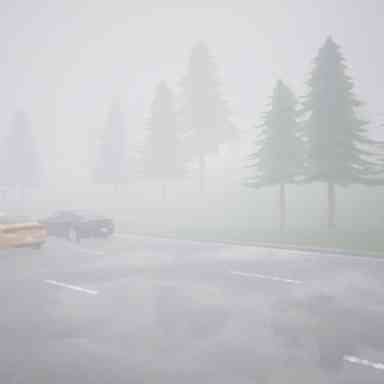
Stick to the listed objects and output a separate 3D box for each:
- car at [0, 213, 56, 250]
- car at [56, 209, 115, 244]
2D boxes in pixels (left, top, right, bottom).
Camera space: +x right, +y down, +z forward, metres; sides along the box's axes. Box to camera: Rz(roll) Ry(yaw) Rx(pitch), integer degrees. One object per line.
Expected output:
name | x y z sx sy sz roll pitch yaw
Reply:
car | -8.132 1.615 13.979 5.008 1.535 1.882 0 0 36
car | -6.084 1.615 16.818 5.008 1.535 1.882 0 0 36
